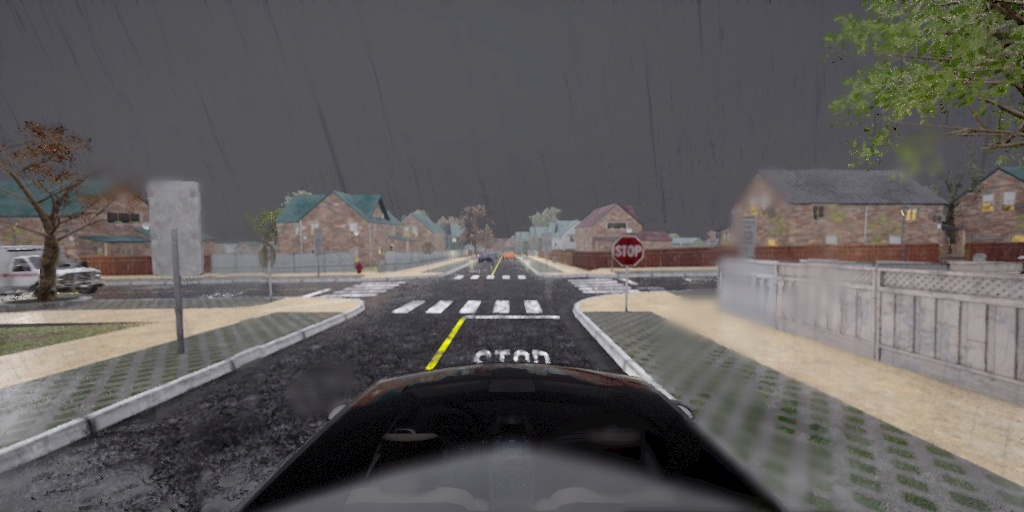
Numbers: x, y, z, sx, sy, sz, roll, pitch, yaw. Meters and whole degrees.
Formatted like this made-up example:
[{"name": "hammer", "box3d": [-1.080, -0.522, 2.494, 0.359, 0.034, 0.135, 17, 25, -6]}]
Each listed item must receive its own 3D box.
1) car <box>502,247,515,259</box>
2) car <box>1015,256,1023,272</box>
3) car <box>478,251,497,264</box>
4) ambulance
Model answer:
[{"name": "car", "box3d": [-0.579, -0.346, 61.513, 2.097, 1.767, 4.553, 0, 1, -1]}, {"name": "car", "box3d": [30.891, 0.203, 19.681, 5.008, 1.535, 1.882, -1, 3, 0]}, {"name": "car", "box3d": [-3.154, 0.272, 44.064, 1.895, 1.301, 4.718, 0, 1, -1]}, {"name": "ambulance", "box3d": [-23.029, 0.745, 16.568, 6.366, 2.431, 2.351, -1, 3, 0]}]
